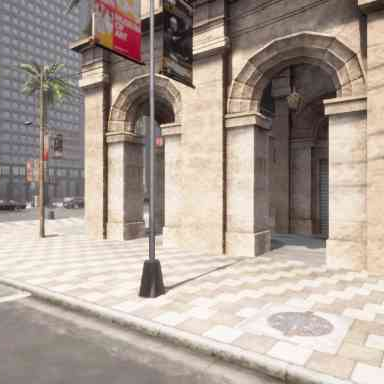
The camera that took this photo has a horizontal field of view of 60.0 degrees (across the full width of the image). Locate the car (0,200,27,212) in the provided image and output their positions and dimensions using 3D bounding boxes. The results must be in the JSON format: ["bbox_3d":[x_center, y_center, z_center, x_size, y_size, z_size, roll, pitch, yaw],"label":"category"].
[{"bbox_3d":[-21.159,1.601,37.037,1.895,1.301,4.718,0,0,36],"label":"car"}]

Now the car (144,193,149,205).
[{"bbox_3d":[-8.633,1.220,54.461,2.150,2.045,5.566,0,0,36],"label":"car"}]

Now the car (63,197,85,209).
[{"bbox_3d":[-15.103,1.505,45.472,1.837,1.490,4.892,0,0,36],"label":"car"}]

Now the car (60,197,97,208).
[{"bbox_3d":[-16.554,1.513,48.755,2.161,1.482,4.786,0,0,35],"label":"car"}]
